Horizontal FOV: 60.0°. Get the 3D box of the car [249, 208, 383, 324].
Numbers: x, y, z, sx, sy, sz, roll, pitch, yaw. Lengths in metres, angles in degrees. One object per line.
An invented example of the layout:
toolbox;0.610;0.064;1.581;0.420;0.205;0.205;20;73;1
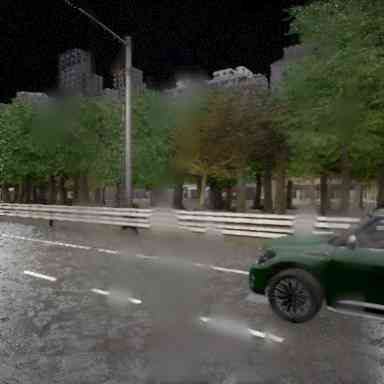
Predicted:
car;3.744;1.222;5.497;5.566;2.045;2.150;0;0;35
